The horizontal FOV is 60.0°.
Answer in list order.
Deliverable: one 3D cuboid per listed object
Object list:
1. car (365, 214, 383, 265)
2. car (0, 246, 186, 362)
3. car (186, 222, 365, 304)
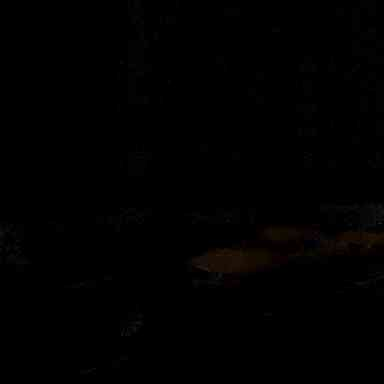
[{"bbox_3d":[6.598,1.470,11.344,4.829,1.417,1.752,0,0,-35],"label":"car"},{"bbox_3d":[-2.454,1.563,4.901,4.313,1.339,1.947,0,0,-35],"label":"car"},{"bbox_3d":[2.002,1.496,8.073,4.829,1.417,1.752,0,0,-35],"label":"car"}]
